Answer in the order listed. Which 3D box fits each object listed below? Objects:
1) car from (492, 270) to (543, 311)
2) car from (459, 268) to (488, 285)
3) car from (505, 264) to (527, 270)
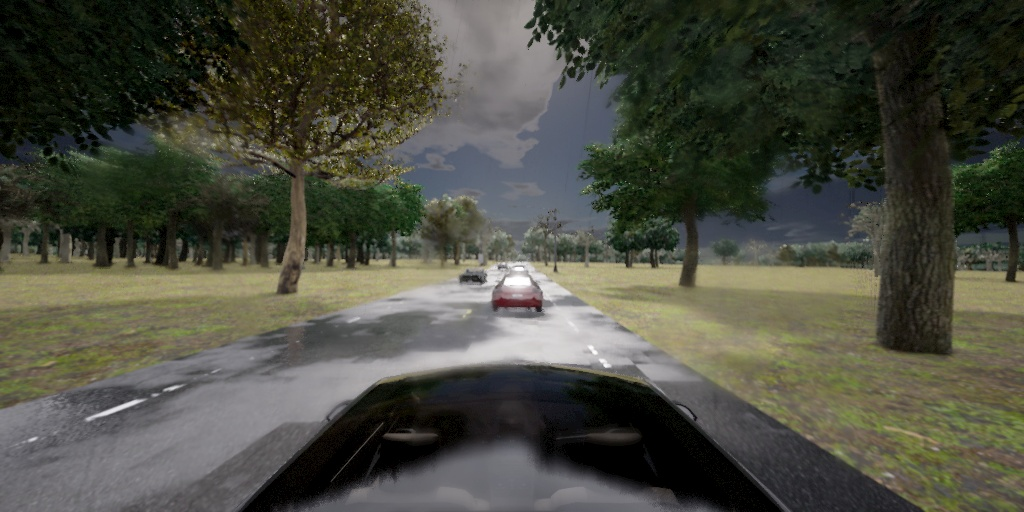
[{"bbox_3d":[0.239,1.456,15.274,1.994,1.385,4.181,0,-1,1],"label":"car"},{"bbox_3d":[-3.149,1.652,29.752,1.895,1.301,4.718,0,-1,2],"label":"car"},{"bbox_3d":[0.664,1.643,33.792,2.033,1.411,5.357,0,-1,2],"label":"car"}]
